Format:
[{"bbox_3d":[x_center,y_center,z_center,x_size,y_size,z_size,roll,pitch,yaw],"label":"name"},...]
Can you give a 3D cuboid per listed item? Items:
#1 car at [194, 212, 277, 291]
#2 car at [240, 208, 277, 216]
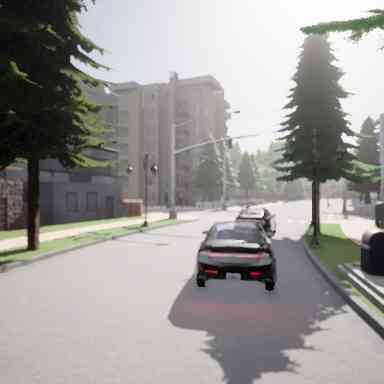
[{"bbox_3d":[1.258,1.548,9.246,2.128,1.511,4.902,0,-1,10],"label":"car"},{"bbox_3d":[3.523,1.607,18.328,2.128,1.511,4.902,0,0,19],"label":"car"}]
